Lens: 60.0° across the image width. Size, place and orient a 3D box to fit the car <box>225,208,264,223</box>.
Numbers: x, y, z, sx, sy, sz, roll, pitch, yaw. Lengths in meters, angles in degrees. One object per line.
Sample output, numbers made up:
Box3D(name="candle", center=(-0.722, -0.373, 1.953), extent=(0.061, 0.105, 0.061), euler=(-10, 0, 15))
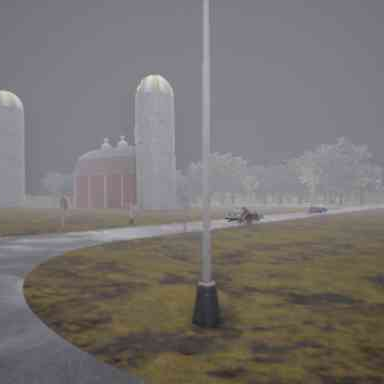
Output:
Box3D(name="car", center=(5.221, 2.261, 32.889), extent=(2.033, 1.411, 5.357), euler=(-2, -2, 36))

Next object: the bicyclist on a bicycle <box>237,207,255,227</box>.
Box3D(name="bicyclist on a bicycle", center=(4.262, 1.985, 26.366), extent=(1.656, 1.620, 0.582), euler=(-1, -1, 36))

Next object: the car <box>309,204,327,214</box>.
Box3D(name="car", center=(20.653, 2.772, 54.395), extent=(1.882, 1.535, 5.008), euler=(-2, -2, 36))
